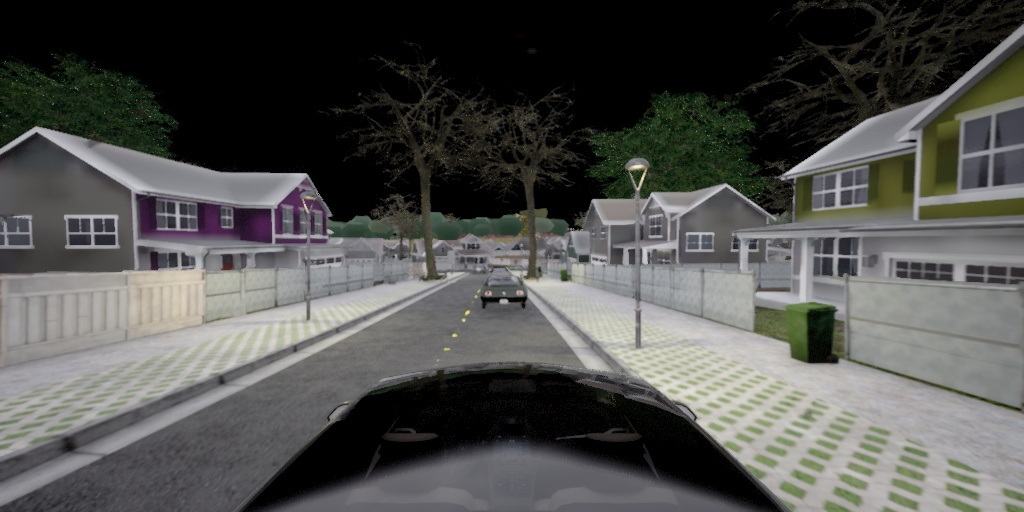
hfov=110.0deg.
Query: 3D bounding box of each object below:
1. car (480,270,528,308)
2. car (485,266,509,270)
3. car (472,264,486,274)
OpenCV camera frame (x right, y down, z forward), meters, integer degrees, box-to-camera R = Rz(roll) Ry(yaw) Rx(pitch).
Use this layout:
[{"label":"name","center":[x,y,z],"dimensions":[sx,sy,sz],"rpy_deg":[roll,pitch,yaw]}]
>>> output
[{"label":"car","center":[-0.398,1.490,16.039],"dimensions":[1.895,1.301,4.718],"rpy_deg":[0,-1,-2]},{"label":"car","center":[-1.082,1.643,31.241],"dimensions":[1.994,1.385,4.181],"rpy_deg":[0,-1,-3]},{"label":"car","center":[-4.880,1.900,54.186],"dimensions":[2.128,1.511,4.902],"rpy_deg":[0,-1,-2]}]
